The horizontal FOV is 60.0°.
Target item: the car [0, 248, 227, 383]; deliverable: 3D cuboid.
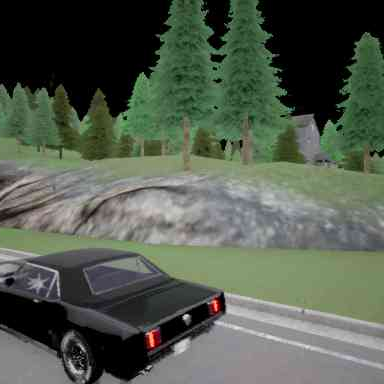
[{"bbox_3d":[-1.921,1.601,5.360,4.718,1.301,1.895,0,0,36],"label":"car"}]
